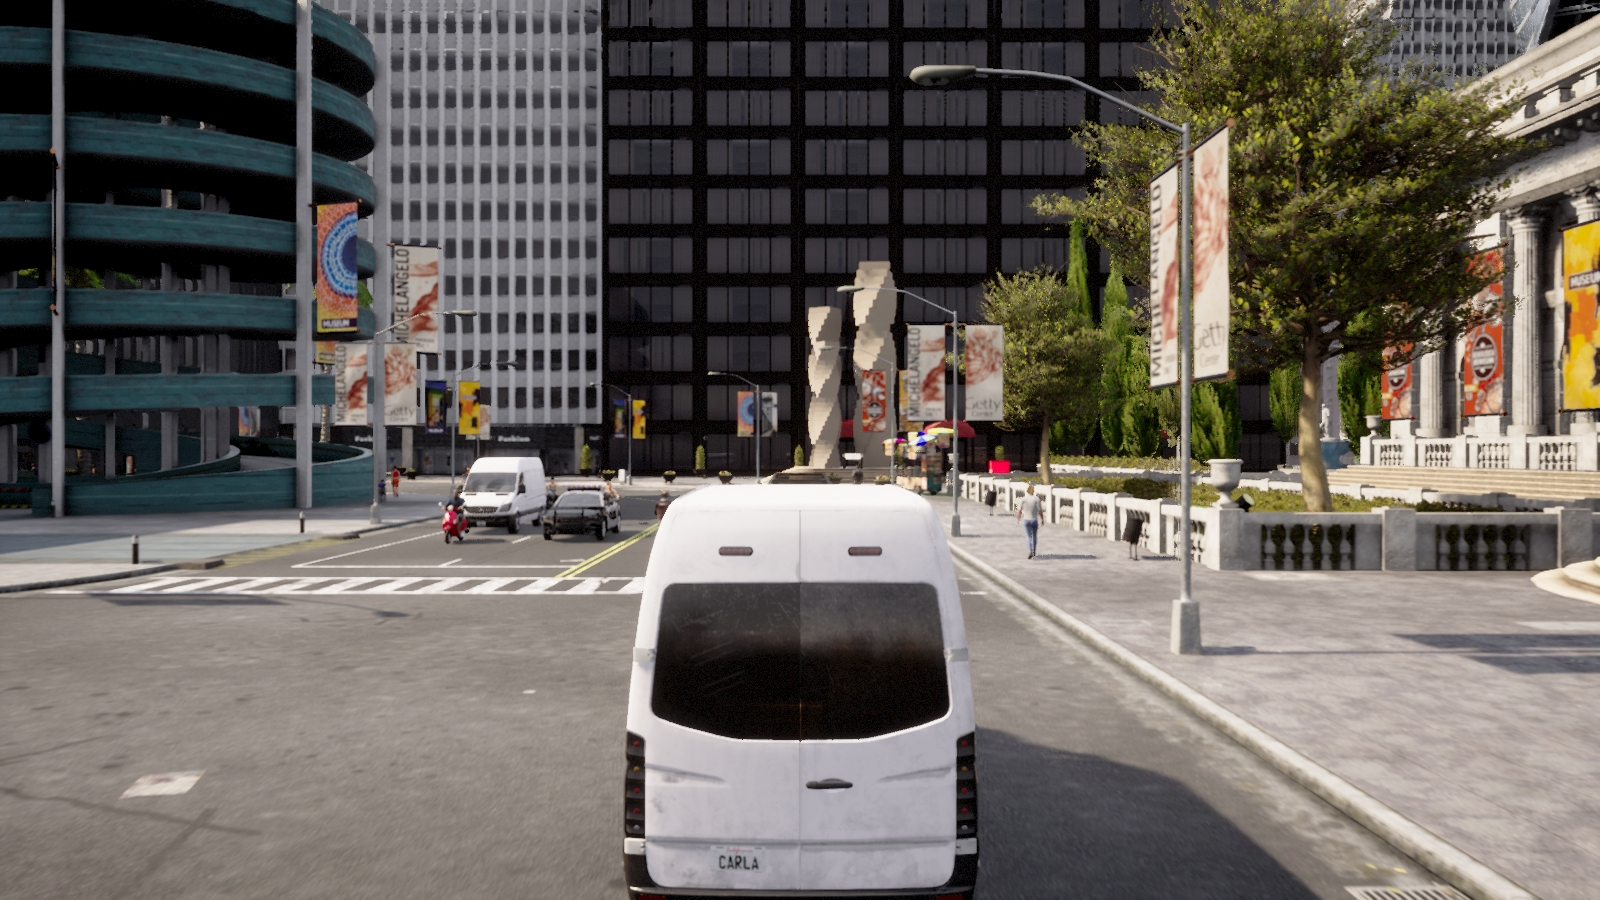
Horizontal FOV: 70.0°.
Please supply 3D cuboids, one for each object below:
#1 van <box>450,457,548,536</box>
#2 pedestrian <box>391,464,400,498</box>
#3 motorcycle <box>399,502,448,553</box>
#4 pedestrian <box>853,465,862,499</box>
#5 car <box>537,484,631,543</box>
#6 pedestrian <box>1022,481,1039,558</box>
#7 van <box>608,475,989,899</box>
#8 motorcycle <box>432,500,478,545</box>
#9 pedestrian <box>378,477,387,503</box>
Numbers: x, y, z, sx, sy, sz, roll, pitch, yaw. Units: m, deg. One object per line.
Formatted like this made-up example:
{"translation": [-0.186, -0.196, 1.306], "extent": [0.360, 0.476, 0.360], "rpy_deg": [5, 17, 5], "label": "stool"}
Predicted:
{"translation": [-10.562, 1.552, 40.600], "extent": [1.988, 2.561, 5.915], "rpy_deg": [0, 0, -1], "label": "van"}
{"translation": [-22.547, 1.723, 63.679], "extent": [0.375, 1.860, 0.375], "rpy_deg": [0, 0, -32], "label": "pedestrian"}
{"translation": [-10.714, 2.184, 32.620], "extent": [0.764, 1.277, 2.356], "rpy_deg": [0, 0, -4], "label": "motorcycle"}
{"translation": [3.115, 1.724, 61.912], "extent": [0.375, 1.860, 0.375], "rpy_deg": [0, 0, -20], "label": "pedestrian"}
{"translation": [-6.938, 1.999, 37.249], "extent": [2.097, 1.638, 5.238], "rpy_deg": [0, 0, -1], "label": "car"}
{"translation": [5.695, 1.710, 28.181], "extent": [0.375, 1.860, 0.375], "rpy_deg": [0, 0, 16], "label": "pedestrian"}
{"translation": [-0.008, 1.539, 8.926], "extent": [1.988, 2.561, 5.915], "rpy_deg": [0, 0, 0], "label": "van"}
{"translation": [-10.519, 2.197, 34.881], "extent": [0.856, 1.236, 1.805], "rpy_deg": [0, 0, 0], "label": "motorcycle"}
{"translation": [-20.947, 2.001, 57.373], "extent": [0.375, 1.300, 0.375], "rpy_deg": [0, 0, -10], "label": "pedestrian"}
